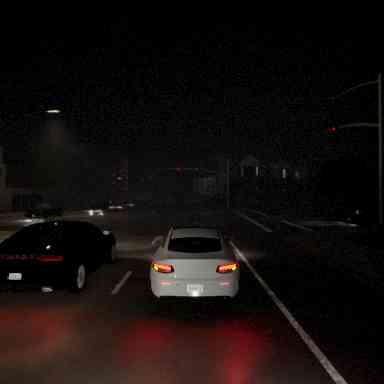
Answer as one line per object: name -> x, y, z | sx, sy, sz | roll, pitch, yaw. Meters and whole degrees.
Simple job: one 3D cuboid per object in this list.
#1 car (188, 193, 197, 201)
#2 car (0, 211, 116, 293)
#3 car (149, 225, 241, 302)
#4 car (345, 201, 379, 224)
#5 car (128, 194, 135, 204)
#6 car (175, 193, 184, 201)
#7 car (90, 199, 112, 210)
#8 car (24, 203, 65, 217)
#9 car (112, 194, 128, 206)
car -> 0.045, 1.413, 89.285 | 2.150, 2.045, 5.566 | 0, -1, 0
car -> -3.425, 1.498, 8.945 | 1.882, 1.535, 5.008 | 0, 0, 0
car -> 0.071, 1.540, 8.158 | 1.812, 1.442, 4.674 | 0, 0, 0
car -> 14.262, 1.490, 25.471 | 4.553, 1.767, 2.097 | 0, -1, 0
car -> -13.963, 1.485, 73.595 | 2.150, 2.045, 5.566 | 0, 1, 0
car -> -3.455, 1.417, 88.985 | 2.150, 2.045, 5.566 | 0, 0, 0
car -> -14.074, 2.022, 50.812 | 1.895, 1.301, 4.718 | 0, -1, 0
car -> -14.085, 1.778, 32.194 | 2.033, 1.411, 5.357 | 0, -1, 0
car -> -14.019, 1.756, 62.581 | 2.097, 1.767, 4.553 | 0, 0, 0
